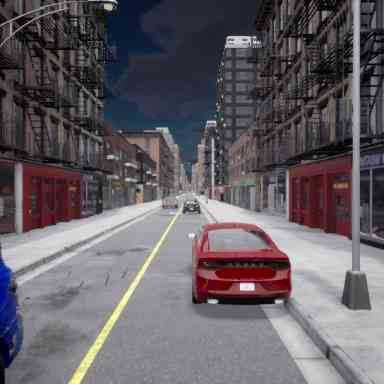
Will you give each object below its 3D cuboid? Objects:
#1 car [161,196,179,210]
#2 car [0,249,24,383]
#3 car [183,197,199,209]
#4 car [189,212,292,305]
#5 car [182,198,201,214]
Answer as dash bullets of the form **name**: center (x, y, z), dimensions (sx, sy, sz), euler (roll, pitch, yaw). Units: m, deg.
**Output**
- **car**: center (-2.880, 1.383, 44.190), dimensions (2.097, 1.767, 4.553), euler (0, 0, 0)
- **car**: center (-2.852, 1.221, 1.266), dimensions (2.150, 2.045, 5.566), euler (0, 0, 0)
- **car**: center (-0.121, 1.525, 45.825), dimensions (2.128, 1.511, 4.902), euler (0, 0, 0)
- **car**: center (0.939, 1.478, 8.189), dimensions (1.882, 1.535, 5.008), euler (0, 0, 0)
- **car**: center (-0.035, 1.545, 35.655), dimensions (1.812, 1.442, 4.674), euler (0, 0, 0)
